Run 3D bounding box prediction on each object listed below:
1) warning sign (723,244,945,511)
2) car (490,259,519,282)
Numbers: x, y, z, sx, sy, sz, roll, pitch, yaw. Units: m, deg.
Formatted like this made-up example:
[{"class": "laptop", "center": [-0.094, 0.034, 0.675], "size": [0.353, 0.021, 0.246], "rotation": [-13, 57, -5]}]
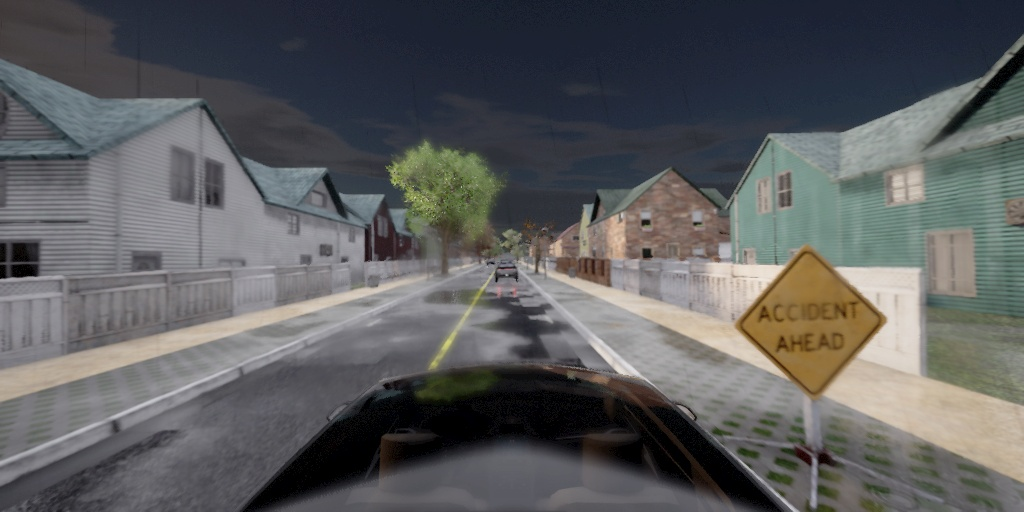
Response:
[{"class": "warning sign", "center": [2.534, 0.831, 3.000], "size": [1.300, 1.860, 1.060], "rotation": [0, 0, -1]}, {"class": "car", "center": [-0.460, 1.245, 29.618], "size": [2.128, 1.511, 4.902], "rotation": [-1, 0, -1]}]
